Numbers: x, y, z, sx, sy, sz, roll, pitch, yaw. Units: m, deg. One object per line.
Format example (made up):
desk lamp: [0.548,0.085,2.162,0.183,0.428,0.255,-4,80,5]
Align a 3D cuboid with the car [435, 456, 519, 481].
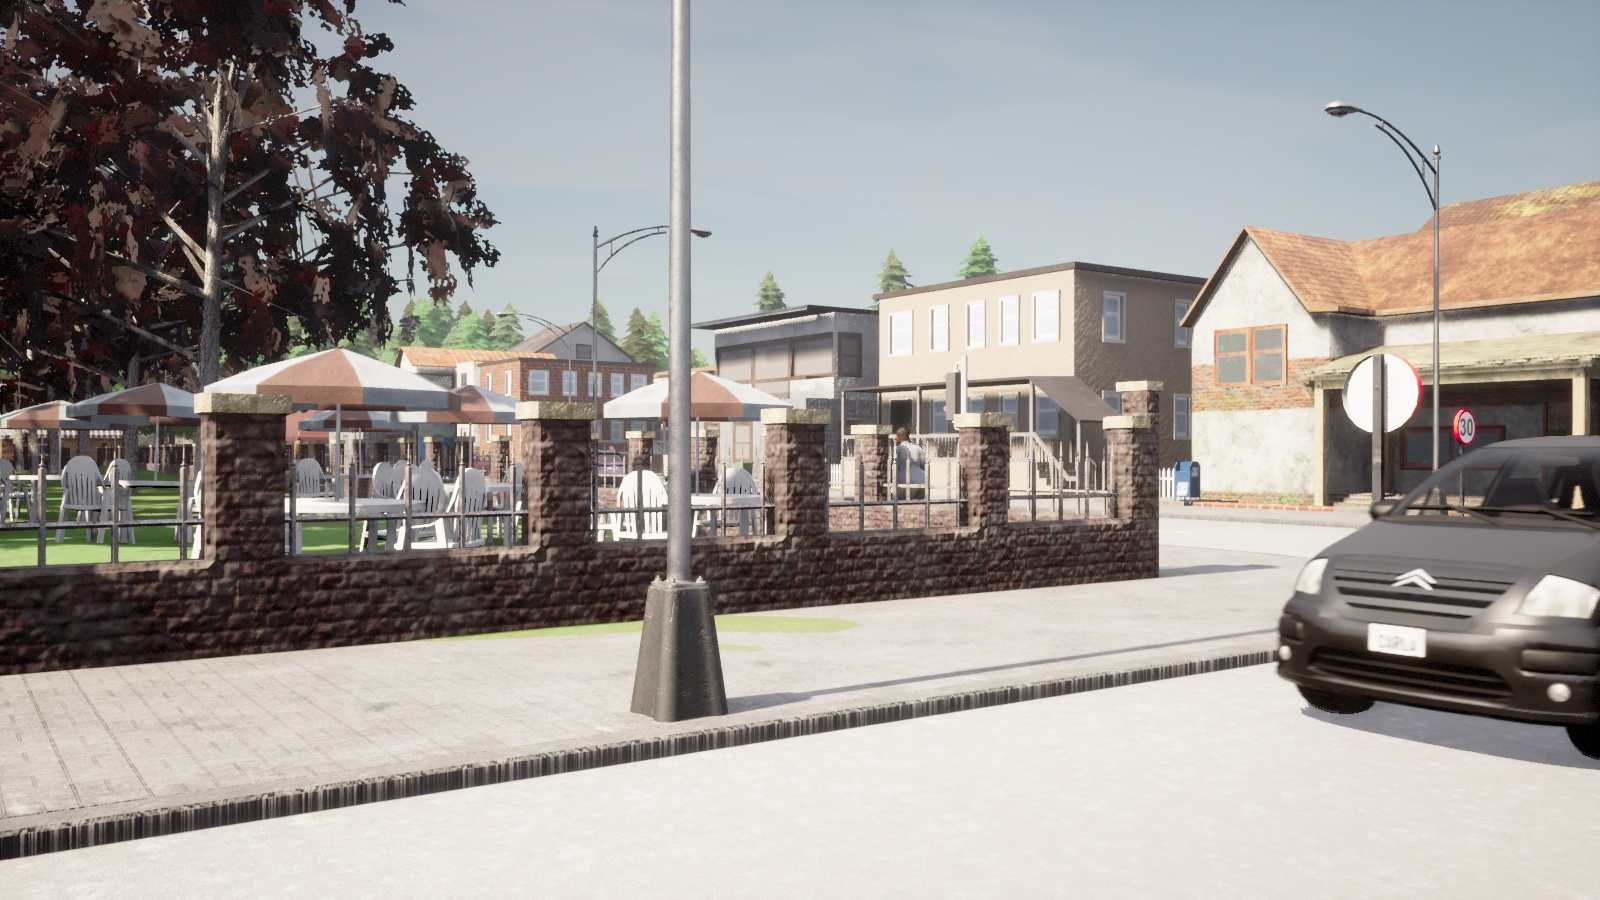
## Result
car: [-18.355,1.022,71.369,4.181,1.385,1.994,0,0,-39]

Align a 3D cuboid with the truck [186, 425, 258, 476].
truck: [-41.321,0.070,89.628,2.891,3.462,7.936,0,0,-38]

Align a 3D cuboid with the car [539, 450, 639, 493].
car: [-8.432,0.814,49.772,2.033,1.649,4.856,0,0,-35]

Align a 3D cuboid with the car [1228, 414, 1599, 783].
car: [4.546,0.651,7.423,3.988,1.617,1.851,0,0,-36]

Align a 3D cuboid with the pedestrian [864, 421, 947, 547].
pedestrian: [1.596,0.498,18.985,0.874,1.855,0.900,0,0,-33]
